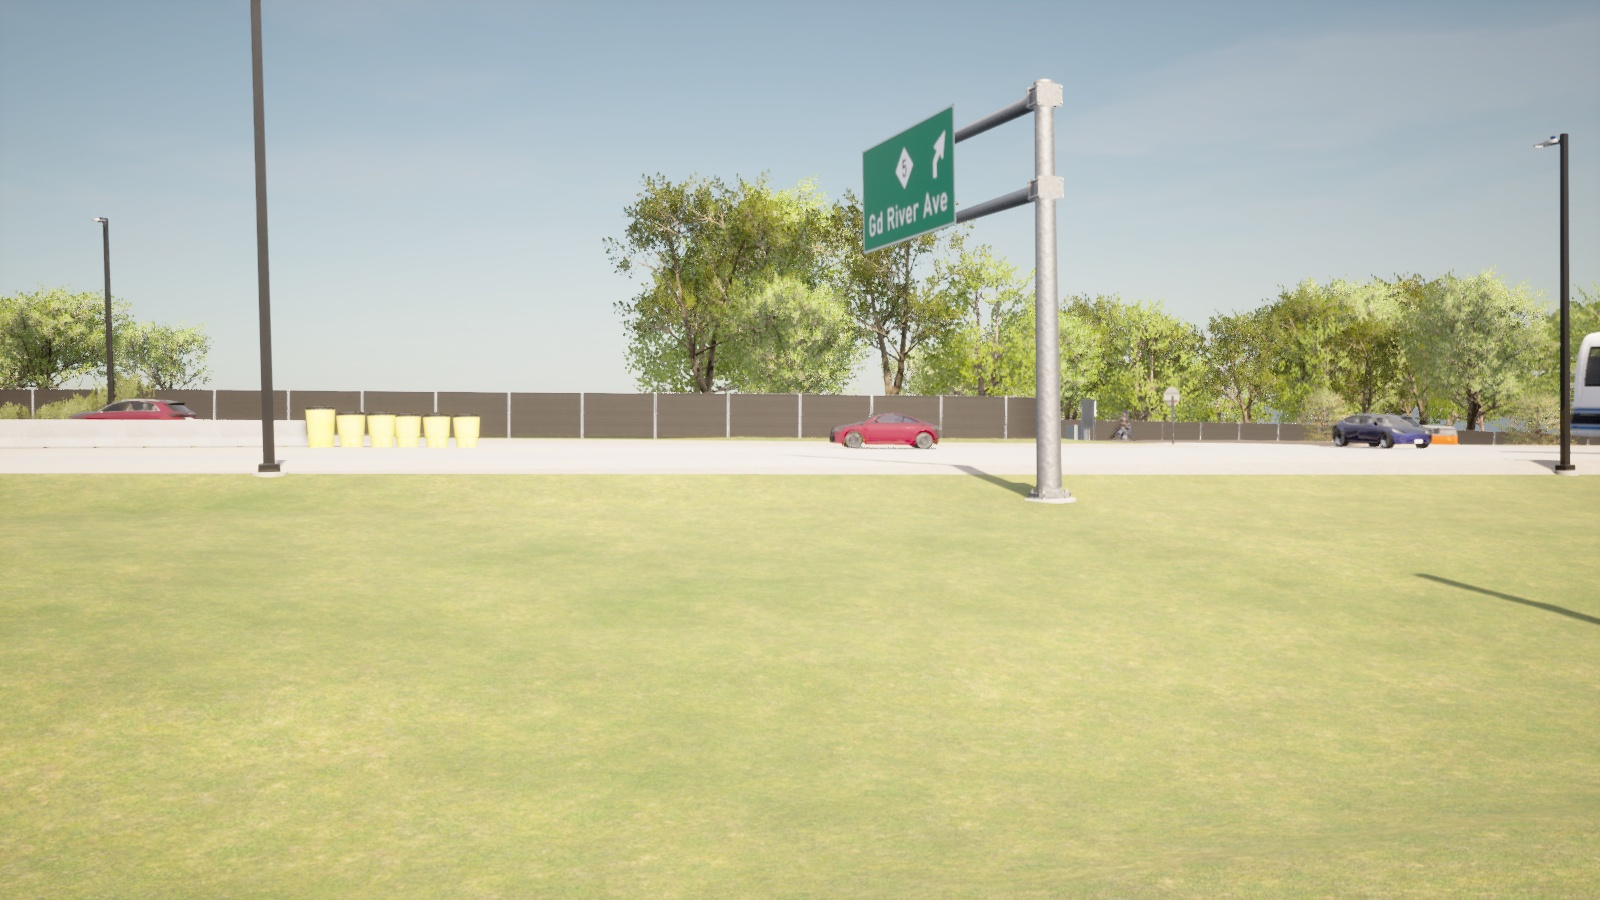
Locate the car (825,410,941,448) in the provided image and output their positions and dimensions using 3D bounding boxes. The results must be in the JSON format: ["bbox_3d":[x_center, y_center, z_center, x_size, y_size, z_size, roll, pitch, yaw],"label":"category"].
[{"bbox_3d":[3.126,-0.804,47.833,4.181,1.385,1.994,-1,1,-3],"label":"car"}]

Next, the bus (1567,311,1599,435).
[{"bbox_3d":[30.582,-2.501,39.930,3.944,4.253,10.273,-1,3,-20],"label":"bus"}]

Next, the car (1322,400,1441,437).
[{"bbox_3d":[25.018,-1.374,54.241,2.163,1.488,4.792,-1,2,-12],"label":"car"}]

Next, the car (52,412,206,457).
[{"bbox_3d":[-25.810,-0.601,48.389,4.856,1.649,2.033,0,2,4],"label":"car"}]
